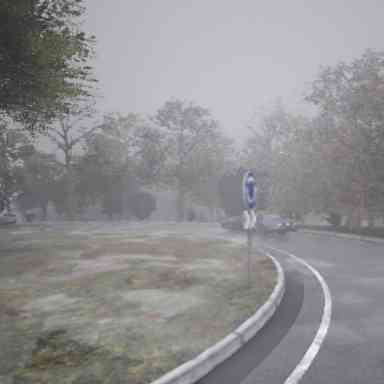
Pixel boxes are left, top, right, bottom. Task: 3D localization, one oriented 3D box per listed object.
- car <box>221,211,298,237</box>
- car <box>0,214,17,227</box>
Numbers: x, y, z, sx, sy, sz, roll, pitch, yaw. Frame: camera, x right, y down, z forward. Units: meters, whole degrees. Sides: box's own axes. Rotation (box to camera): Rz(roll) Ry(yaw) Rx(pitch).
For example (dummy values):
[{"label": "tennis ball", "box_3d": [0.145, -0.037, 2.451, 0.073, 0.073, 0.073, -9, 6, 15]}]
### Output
[{"label": "car", "box_3d": [4.056, 1.926, 20.875, 2.033, 1.411, 5.357, 0, -1, -32]}, {"label": "car", "box_3d": [-17.099, 2.225, 26.683, 5.357, 1.411, 2.033, 0, -1, -27]}]
